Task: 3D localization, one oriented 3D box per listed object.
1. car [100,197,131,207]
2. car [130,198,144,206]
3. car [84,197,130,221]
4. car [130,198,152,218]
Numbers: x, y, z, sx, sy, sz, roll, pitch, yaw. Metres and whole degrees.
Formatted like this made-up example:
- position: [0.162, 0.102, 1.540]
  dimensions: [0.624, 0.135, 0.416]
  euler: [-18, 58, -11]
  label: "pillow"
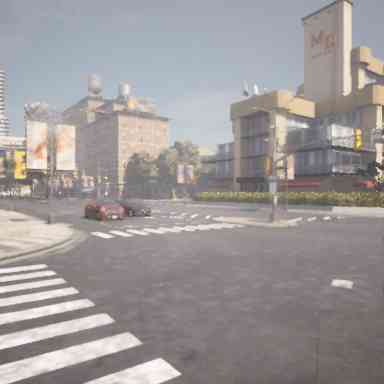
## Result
- position: [-12.519, 1.574, 54.158]
  dimensions: [5.357, 1.411, 2.033]
  euler: [0, 0, 39]
  label: "car"
- position: [-9.401, 1.633, 56.924]
  dimensions: [1.895, 1.301, 4.718]
  euler: [0, 0, -15]
  label: "car"
- position: [-7.302, 1.365, 27.655]
  dimensions: [2.097, 1.767, 4.553]
  euler: [0, 0, -36]
  label: "car"
- position: [-5.509, 1.522, 31.159]
  dimensions: [1.837, 1.490, 4.892]
  euler: [0, 0, -35]
  label: "car"
